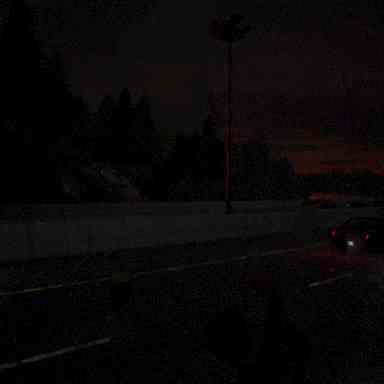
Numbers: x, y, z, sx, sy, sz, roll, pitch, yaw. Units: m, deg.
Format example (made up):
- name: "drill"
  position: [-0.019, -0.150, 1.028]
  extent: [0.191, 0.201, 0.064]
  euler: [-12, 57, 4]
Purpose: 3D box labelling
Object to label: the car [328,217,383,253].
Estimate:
- name: "car"
  position: [7.934, 1.741, 14.442]
  extent: [4.718, 1.301, 1.895]
  euler: [1, 0, -39]
